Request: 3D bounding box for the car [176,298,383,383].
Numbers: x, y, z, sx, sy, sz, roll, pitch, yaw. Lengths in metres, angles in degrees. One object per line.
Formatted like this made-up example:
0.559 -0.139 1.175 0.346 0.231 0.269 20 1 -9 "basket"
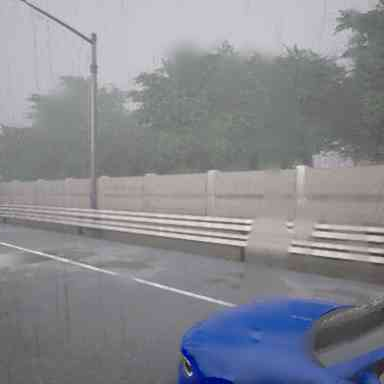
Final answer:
2.150 1.479 2.336 5.008 1.535 1.882 0 0 36 "car"
